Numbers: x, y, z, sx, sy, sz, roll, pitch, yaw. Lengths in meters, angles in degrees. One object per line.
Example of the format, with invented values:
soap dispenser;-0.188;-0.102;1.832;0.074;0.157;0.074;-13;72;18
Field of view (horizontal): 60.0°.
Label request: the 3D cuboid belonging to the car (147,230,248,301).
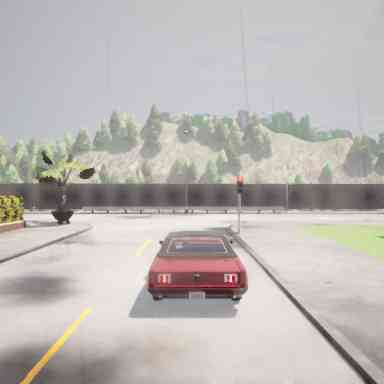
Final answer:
car;0.101;1.601;8.279;1.895;1.301;4.718;0;0;0
